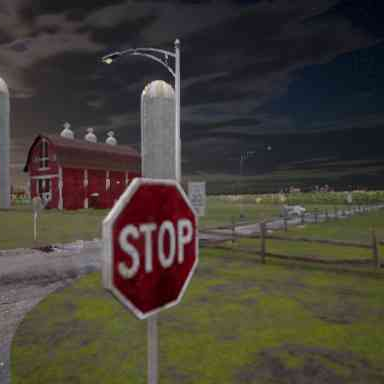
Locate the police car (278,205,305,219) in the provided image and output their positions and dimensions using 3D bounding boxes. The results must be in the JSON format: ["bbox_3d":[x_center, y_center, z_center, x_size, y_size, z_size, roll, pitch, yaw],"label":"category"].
[{"bbox_3d":[11.711,2.288,39.272,2.038,1.542,4.974,-1,-2,35],"label":"police car"}]
